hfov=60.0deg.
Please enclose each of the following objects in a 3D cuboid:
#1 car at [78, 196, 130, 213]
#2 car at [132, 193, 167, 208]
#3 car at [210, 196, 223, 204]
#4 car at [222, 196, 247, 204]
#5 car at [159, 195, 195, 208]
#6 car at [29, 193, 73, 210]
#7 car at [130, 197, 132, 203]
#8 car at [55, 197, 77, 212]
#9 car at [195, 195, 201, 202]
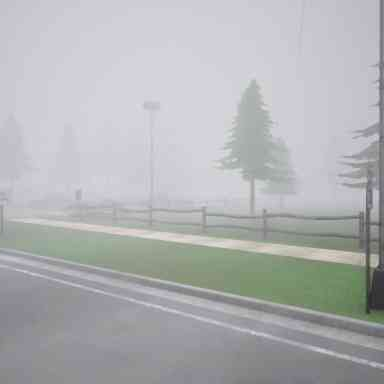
[{"bbox_3d":[-9.576,1.477,36.284,1.882,1.535,5.008,0,0,35],"label":"car"},{"bbox_3d":[-5.574,1.212,48.097,2.150,2.045,5.566,0,1,34],"label":"car"},{"bbox_3d":[5.540,1.548,63.725,2.033,1.411,5.357,0,0,35],"label":"car"},{"bbox_3d":[8.262,1.546,61.517,2.033,1.411,5.357,0,0,35],"label":"car"},{"bbox_3d":[-2.066,1.525,46.958,1.812,1.442,4.674,0,0,35],"label":"car"},{"bbox_3d":[-17.912,1.221,42.668,2.150,2.045,5.566,0,0,35],"label":"car"},{"bbox_3d":[-10.019,1.477,53.914,1.882,1.535,5.008,0,0,35],"label":"car"},{"bbox_3d":[-12.784,1.563,37.807,1.994,1.385,4.181,0,0,35],"label":"car"},{"bbox_3d":[-0.169,1.354,67.776,2.097,1.767,4.553,0,0,35],"label":"car"}]
